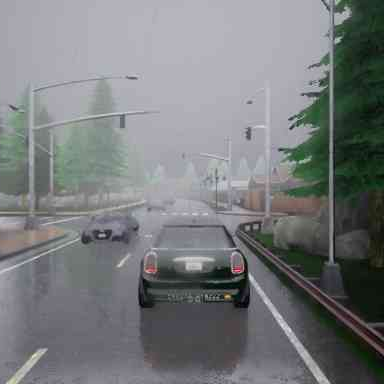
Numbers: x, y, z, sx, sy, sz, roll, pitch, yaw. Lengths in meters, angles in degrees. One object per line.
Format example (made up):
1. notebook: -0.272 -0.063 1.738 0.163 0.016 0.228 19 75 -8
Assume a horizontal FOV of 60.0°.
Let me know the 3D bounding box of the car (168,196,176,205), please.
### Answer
1. car: -4.171 1.535 54.656 1.994 1.385 4.181 0 0 0

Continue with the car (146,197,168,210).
1. car: -3.964 1.496 37.480 1.812 1.442 4.674 0 0 -1

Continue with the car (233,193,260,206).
1. car: 8.393 1.146 51.333 3.866 1.878 1.905 0 0 -1

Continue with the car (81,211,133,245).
1. car: -3.635 1.565 15.424 1.994 1.385 4.181 0 0 0

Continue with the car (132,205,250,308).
1. car: 0.056 1.352 8.090 2.097 1.767 4.553 0 0 1

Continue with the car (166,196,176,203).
1. car: -4.275 1.571 69.376 1.895 1.301 4.718 0 0 -1

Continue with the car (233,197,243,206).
1. car: 8.809 1.144 48.823 4.605 1.855 1.932 0 0 -1
